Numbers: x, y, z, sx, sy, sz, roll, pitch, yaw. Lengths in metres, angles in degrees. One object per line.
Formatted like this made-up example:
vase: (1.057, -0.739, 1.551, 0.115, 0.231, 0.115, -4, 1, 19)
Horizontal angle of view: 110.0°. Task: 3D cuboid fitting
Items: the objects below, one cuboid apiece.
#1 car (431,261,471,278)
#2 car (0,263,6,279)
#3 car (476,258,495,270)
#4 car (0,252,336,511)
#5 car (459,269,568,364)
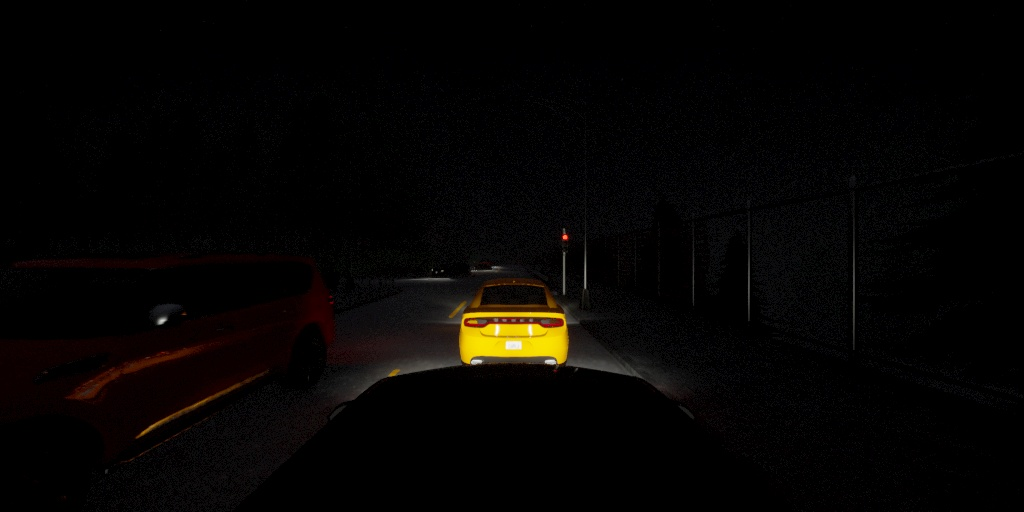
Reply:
car: (-5.732, 1.257, 34.325, 1.837, 1.490, 4.892, 2, 0, 25)
car: (-48.083, 1.297, 31.190, 5.357, 1.411, 2.033, 0, 0, 1)
car: (-4.088, 1.103, 52.188, 2.097, 1.767, 4.553, 0, 0, 0)
car: (-4.100, 0.971, 3.921, 2.150, 2.045, 5.566, 0, 0, 0)
car: (0.047, 1.228, 8.009, 1.882, 1.535, 5.008, 0, 0, 0)
